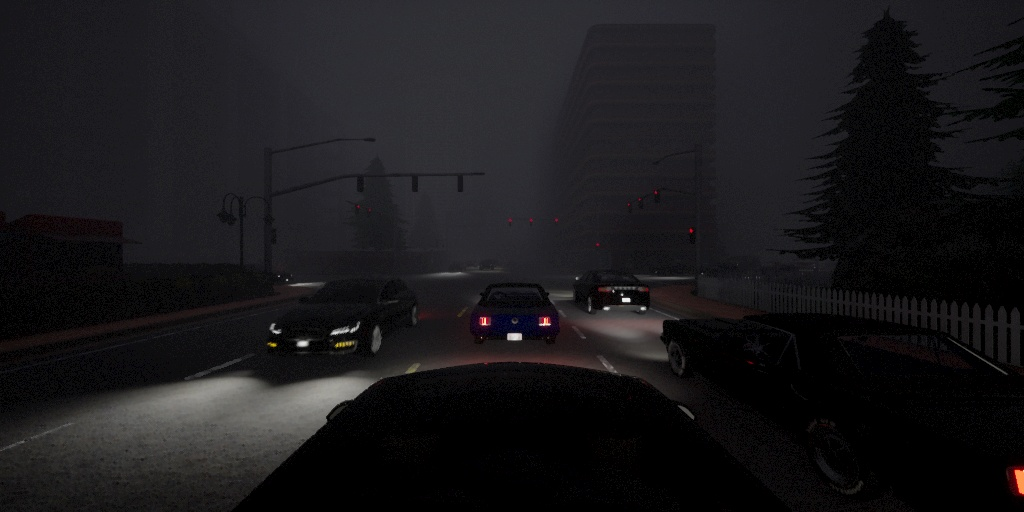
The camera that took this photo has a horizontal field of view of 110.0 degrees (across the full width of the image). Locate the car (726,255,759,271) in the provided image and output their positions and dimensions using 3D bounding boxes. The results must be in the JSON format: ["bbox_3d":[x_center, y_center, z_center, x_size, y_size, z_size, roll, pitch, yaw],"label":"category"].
[{"bbox_3d":[25.629,0.916,40.092,5.566,2.045,2.150,0,0,-31],"label":"car"}]

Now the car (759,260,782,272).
[{"bbox_3d":[33.357,1.220,46.216,1.812,1.442,4.674,0,0,42],"label":"car"}]

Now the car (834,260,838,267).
[{"bbox_3d":[40.208,1.242,42.839,2.033,1.411,5.357,0,0,41],"label":"car"}]

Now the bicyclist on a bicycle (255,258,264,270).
[{"bbox_3d":[-27.907,0.996,39.730,0.582,1.620,1.656,0,0,0],"label":"bicyclist on a bicycle"}]

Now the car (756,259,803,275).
[{"bbox_3d":[27.901,1.295,37.404,4.718,1.301,1.895,0,0,-31],"label":"car"}]

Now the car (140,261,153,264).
[{"bbox_3d":[-28.137,1.242,24.248,5.357,1.411,2.033,0,0,0],"label":"car"}]

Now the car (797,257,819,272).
[{"bbox_3d":[36.236,0.916,44.155,2.150,2.045,5.566,0,0,43],"label":"car"}]

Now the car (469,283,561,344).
[{"bbox_3d":[0.070,1.351,9.494,1.895,1.301,4.718,0,0,0],"label":"car"}]

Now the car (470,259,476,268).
[{"bbox_3d":[-7.105,1.297,62.026,2.033,1.411,5.357,0,0,0],"label":"car"}]

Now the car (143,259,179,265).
[{"bbox_3d":[-34.887,1.046,34.888,4.553,1.767,2.097,0,0,0],"label":"car"}]

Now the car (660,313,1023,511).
[{"bbox_3d":[3.599,1.351,4.381,1.895,1.301,4.718,0,0,0],"label":"car"}]

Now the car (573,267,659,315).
[{"bbox_3d":[3.581,1.228,13.702,1.882,1.535,5.008,0,0,0],"label":"car"}]

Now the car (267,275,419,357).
[{"bbox_3d":[-3.604,1.255,8.602,1.837,1.490,4.892,0,0,0],"label":"car"}]

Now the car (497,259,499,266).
[{"bbox_3d":[-3.605,1.255,62.062,1.837,1.490,4.892,0,0,0],"label":"car"}]

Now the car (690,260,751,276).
[{"bbox_3d":[19.554,1.295,33.638,4.718,1.301,1.895,0,0,-18],"label":"car"}]

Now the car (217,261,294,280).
[{"bbox_3d":[-17.923,1.242,24.326,5.357,1.411,2.033,0,0,0],"label":"car"}]

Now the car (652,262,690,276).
[{"bbox_3d":[16.571,1.295,36.487,4.718,1.301,1.895,0,0,-14],"label":"car"}]

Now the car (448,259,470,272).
[{"bbox_3d":[-7.123,1.351,47.066,1.895,1.301,4.718,0,0,0],"label":"car"}]

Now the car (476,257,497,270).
[{"bbox_3d":[-3.622,1.228,51.963,1.882,1.535,5.008,0,0,0],"label":"car"}]
